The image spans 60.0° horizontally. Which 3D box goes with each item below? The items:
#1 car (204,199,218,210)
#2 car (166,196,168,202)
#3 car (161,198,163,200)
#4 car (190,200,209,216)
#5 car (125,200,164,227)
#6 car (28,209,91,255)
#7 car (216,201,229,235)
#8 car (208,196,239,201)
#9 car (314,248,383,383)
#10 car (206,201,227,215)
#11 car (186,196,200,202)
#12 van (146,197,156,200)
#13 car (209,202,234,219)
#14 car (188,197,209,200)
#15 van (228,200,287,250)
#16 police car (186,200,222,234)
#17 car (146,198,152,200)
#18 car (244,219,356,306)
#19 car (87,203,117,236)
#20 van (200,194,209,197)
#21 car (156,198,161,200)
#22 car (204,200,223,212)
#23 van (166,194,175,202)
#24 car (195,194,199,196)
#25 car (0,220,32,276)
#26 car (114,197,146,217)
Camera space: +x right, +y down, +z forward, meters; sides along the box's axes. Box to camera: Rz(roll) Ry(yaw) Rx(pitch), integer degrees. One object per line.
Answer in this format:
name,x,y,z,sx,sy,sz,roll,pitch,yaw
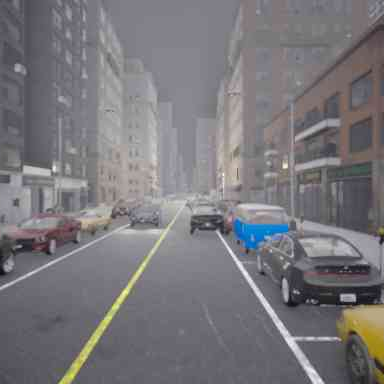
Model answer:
car,2.630,1.747,47.551,1.802,1.307,4.206,0,0,0
car,-5.905,1.744,58.866,2.008,1.369,4.403,0,0,0
car,-5.901,1.704,53.029,1.752,1.417,4.829,0,0,0
car,0.756,1.632,35.845,1.837,1.490,4.892,0,0,0
car,-3.117,1.588,23.351,1.837,1.490,4.892,0,0,0
car,-5.869,1.594,13.520,1.887,1.381,4.507,0,0,0
car,2.652,1.510,19.206,1.967,1.590,4.097,0,0,0
car,2.647,1.404,24.875,2.192,1.841,5.009,0,0,0
car,2.665,1.535,2.367,1.752,1.417,4.829,0,0,0
car,2.638,1.695,36.213,1.947,1.339,4.313,0,0,0
car,-0.044,1.746,54.211,1.994,1.385,4.181,0,0,0
van,-5.892,1.489,41.862,1.690,1.788,3.998,0,0,0
car,2.643,1.675,30.544,1.947,1.339,4.313,0,0,0
car,0.763,1.563,30.035,1.801,1.575,5.366,0,0,0
van,2.656,1.391,13.537,1.690,1.788,3.998,0,0,0
police car,0.780,1.497,19.940,1.930,1.638,5.238,0,0,-1
car,-5.887,1.679,36.193,2.008,1.369,4.403,0,0,0
car,2.661,1.580,7.867,2.008,1.369,4.403,0,0,0
car,-5.874,1.594,19.019,1.752,1.417,4.829,0,0,0
van,2.625,1.521,53.222,1.690,1.788,3.998,0,0,0
car,-5.896,1.690,47.360,1.752,1.417,4.829,0,0,0
car,2.634,1.699,41.882,2.008,1.369,4.403,0,0,0
van,-5.927,1.599,86.063,1.690,1.788,3.998,0,0,0
car,-0.052,1.686,64.108,1.882,1.535,5.008,0,0,0
car,-5.865,1.595,7.852,1.947,1.339,4.313,0,0,0
car,-5.883,1.423,30.526,2.192,1.841,5.009,0,0,0
